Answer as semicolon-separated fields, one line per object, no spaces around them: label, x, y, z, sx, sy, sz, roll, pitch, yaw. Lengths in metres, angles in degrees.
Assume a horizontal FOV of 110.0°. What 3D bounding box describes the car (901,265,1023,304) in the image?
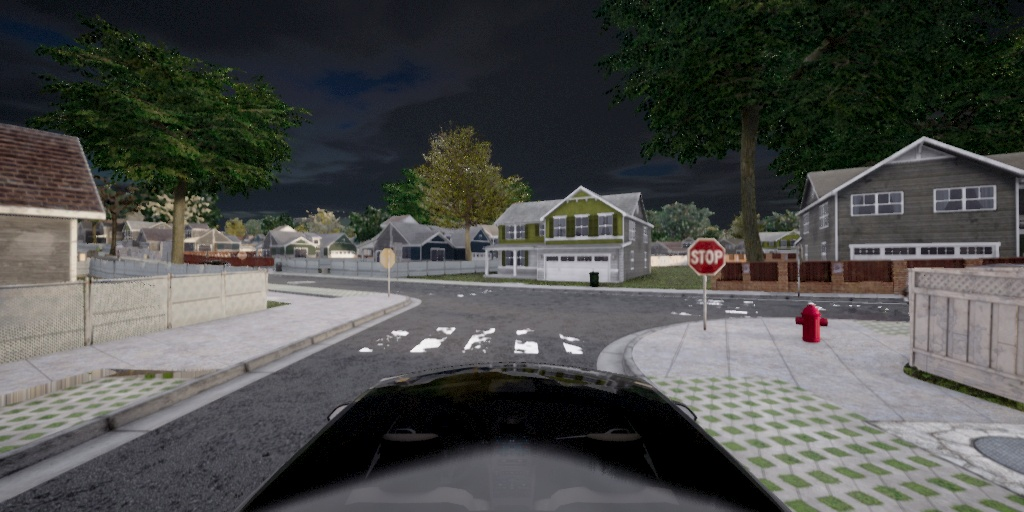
car;13.125;0.938;8.804;4.902;1.511;2.128;-2;-1;31

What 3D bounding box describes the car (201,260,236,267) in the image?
car;-26.468;1.167;32.343;4.892;1.490;1.837;2;1;31
